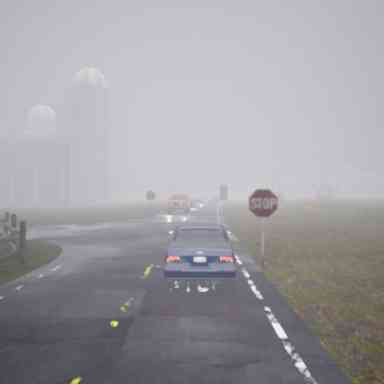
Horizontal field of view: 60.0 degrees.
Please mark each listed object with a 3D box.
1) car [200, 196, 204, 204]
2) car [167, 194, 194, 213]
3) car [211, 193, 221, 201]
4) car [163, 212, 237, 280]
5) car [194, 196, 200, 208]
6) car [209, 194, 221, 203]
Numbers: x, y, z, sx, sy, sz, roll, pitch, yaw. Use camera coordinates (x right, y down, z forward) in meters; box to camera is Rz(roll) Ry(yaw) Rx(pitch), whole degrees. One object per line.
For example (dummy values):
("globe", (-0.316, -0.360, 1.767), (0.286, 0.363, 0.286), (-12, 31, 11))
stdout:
("car", (1.226, 1.515, 62.376), (1.994, 1.385, 4.181), (0, 0, 7))
("car", (-1.387, 1.207, 36.575), (2.150, 2.045, 5.566), (0, 0, 5))
("car", (5.571, 1.214, 76.173), (2.097, 1.767, 4.553), (0, 0, 6))
("car", (0.235, 1.547, 9.901), (2.033, 1.411, 5.357), (0, 0, 1))
("car", (-0.438, 1.537, 47.481), (1.994, 1.385, 4.181), (0, 0, 5))
("car", (4.449, 1.435, 66.229), (2.128, 1.511, 4.902), (0, 0, 6))
